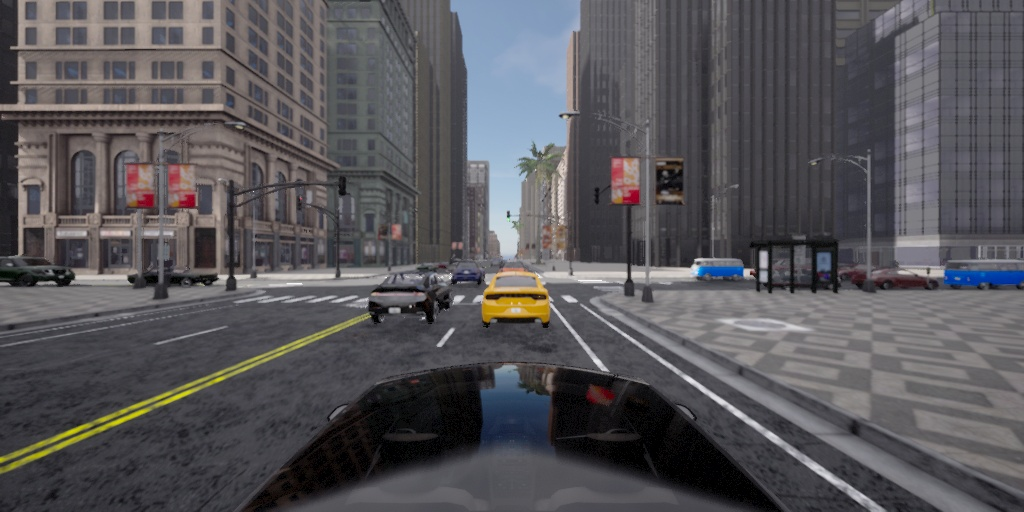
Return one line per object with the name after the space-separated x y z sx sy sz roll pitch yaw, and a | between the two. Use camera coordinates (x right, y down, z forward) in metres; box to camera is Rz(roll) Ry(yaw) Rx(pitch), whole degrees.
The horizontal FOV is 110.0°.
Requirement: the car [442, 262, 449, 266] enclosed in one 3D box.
-6.610 1.337 42.195 1.837 1.490 4.892 0 0 -1 | car

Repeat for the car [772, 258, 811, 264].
22.738 1.091 29.919 5.009 1.841 2.192 0 0 0 | car

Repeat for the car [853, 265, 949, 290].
22.745 1.366 21.394 4.207 1.307 1.802 0 0 0 | car

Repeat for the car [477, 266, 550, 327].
0.127 1.248 11.675 1.882 1.535 5.008 0 0 1 | car

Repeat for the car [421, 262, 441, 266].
-9.856 1.431 41.507 1.895 1.301 4.718 0 0 -3 | car

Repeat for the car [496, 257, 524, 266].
0.094 1.153 27.059 2.097 1.767 4.553 0 0 0 | car

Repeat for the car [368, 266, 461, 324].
-3.194 1.262 12.084 2.128 1.511 4.902 0 0 -1 | car

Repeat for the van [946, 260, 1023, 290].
28.422 1.122 21.397 3.998 1.789 1.690 0 0 0 | van

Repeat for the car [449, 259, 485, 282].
-3.156 1.153 27.001 2.097 1.767 4.553 0 0 0 | car

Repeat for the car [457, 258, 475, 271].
-6.589 1.205 51.940 2.097 1.767 4.553 0 0 0 | car

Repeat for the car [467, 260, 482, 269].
-6.513 1.422 62.381 2.033 1.411 5.357 0 0 0 | car

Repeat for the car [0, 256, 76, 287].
-33.066 1.051 24.134 5.566 2.045 2.150 0 0 0 | car

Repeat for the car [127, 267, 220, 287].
-22.593 1.419 24.081 4.718 1.301 1.895 0 0 0 | car

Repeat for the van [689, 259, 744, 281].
17.061 1.121 29.916 3.998 1.789 1.690 0 0 0 | van

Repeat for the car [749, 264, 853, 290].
17.067 1.338 21.391 4.403 1.370 2.007 0 0 0 | car
